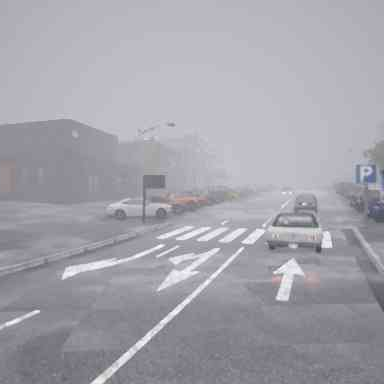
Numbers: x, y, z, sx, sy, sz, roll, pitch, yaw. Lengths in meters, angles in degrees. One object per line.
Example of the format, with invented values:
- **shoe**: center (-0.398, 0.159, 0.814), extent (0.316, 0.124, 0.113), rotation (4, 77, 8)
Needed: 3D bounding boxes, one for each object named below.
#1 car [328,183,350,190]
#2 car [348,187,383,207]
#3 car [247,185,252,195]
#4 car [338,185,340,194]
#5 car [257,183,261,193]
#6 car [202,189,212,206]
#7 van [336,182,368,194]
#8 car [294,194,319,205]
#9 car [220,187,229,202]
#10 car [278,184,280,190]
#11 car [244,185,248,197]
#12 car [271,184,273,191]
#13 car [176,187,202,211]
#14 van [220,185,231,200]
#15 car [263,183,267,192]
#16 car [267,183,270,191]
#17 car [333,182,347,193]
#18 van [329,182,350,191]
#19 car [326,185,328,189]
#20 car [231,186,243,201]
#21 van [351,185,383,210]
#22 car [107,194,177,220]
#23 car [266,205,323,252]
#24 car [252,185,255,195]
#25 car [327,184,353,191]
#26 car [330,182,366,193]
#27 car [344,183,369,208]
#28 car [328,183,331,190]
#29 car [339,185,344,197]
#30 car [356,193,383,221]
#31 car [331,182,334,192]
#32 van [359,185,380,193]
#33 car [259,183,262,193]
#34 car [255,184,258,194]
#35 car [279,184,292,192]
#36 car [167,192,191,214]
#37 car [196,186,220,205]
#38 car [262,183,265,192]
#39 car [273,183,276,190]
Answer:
- **car**: center (37.124, -1.304, 84.037), extent (4.553, 1.767, 2.185), rotation (0, 1, 1)
- **car**: center (17.203, 0.453, 30.685), extent (4.553, 1.767, 2.185), rotation (0, 2, 1)
- **car**: center (6.192, 0.021, 51.427), extent (5.008, 1.535, 2.097), rotation (-2, 1, 0)
- **car**: center (21.606, 0.167, 41.892), extent (4.792, 1.488, 2.163), rotation (0, 2, 1)
- **car**: center (9.201, -0.298, 59.696), extent (5.008, 1.535, 2.097), rotation (-2, 2, 0)
- **car**: center (-0.757, 0.798, 32.049), extent (4.792, 1.488, 2.163), rotation (-2, 2, 0)
- **van**: center (26.910, -0.637, 55.963), extent (4.442, 1.987, 1.878), rotation (0, 2, 0)
- **car**: center (9.411, 0.868, 27.395), extent (2.033, 1.411, 5.357), rotation (0, 2, 20)
- **car**: center (1.239, 0.553, 37.610), extent (5.008, 1.535, 2.097), rotation (-2, 1, 0)
- **car**: center (21.377, -1.179, 92.718), extent (5.008, 1.535, 2.097), rotation (-1, 0, 1)
- **car**: center (5.235, 0.156, 48.664), extent (4.792, 1.488, 2.163), rotation (-2, 1, 0)
- **car**: center (15.064, -0.844, 76.223), extent (5.366, 1.575, 1.946), rotation (-1, 1, 0)
- **car**: center (-1.686, 0.748, 29.265), extent (4.553, 1.767, 2.185), rotation (-2, 2, 0)
- **van**: center (2.109, 0.225, 40.369), extent (4.442, 1.987, 1.878), rotation (-2, 2, 0)
- **car**: center (12.239, -0.722, 67.953), extent (4.553, 1.767, 2.185), rotation (-2, 2, 0)
- **car**: center (13.229, -0.686, 70.715), extent (5.008, 1.535, 2.097), rotation (-1, 2, 0)
- **car**: center (22.675, -0.224, 44.698), extent (5.566, 2.045, 2.435), rotation (0, 2, 1)
- **van**: center (35.991, -1.357, 81.223), extent (4.442, 1.987, 1.878), rotation (0, 1, 1)
- **car**: center (31.760, -0.877, 70.011), extent (5.366, 1.575, 1.946), rotation (0, 2, 0)
- **car**: center (3.408, 0.332, 43.141), extent (5.366, 1.575, 1.946), rotation (-2, 1, 0)
- **van**: center (16.021, 0.463, 27.884), extent (4.442, 1.987, 1.878), rotation (0, 2, 2)
- **car**: center (-3.679, 1.128, 23.714), extent (4.674, 1.452, 2.002), rotation (-2, 1, -1)
- **car**: center (4.195, 1.465, 13.330), extent (1.895, 1.301, 4.718), rotation (0, 2, 20)
- **car**: center (7.200, -0.084, 54.182), extent (4.892, 1.521, 2.231), rotation (-2, 2, 0)
- **car**: center (34.878, -1.078, 78.423), extent (5.366, 1.575, 1.946), rotation (0, 2, 0)
- **car**: center (28.874, -0.866, 61.585), extent (5.566, 2.045, 2.435), rotation (0, 2, 0)
- **car**: center (15.012, 0.548, 25.091), extent (5.566, 2.045, 2.435), rotation (0, 2, 2)
- **car**: center (27.633, -0.518, 58.782), extent (5.366, 1.575, 1.946), rotation (0, 2, 0)
- **car**: center (20.510, 0.249, 39.078), extent (4.892, 1.521, 2.231), rotation (0, 2, 1)
- **car**: center (12.844, 1.018, 19.529), extent (5.008, 1.535, 2.097), rotation (0, 2, 2)
- **car**: center (24.771, -0.444, 50.336), extent (5.566, 2.045, 2.435), rotation (0, 2, 0)
- **van**: center (14.061, 0.683, 22.307), extent (4.442, 1.987, 1.878), rotation (0, 2, 2)
- **car**: center (10.226, -0.528, 62.447), extent (4.553, 1.767, 2.185), rotation (-2, 2, 0)
- **car**: center (8.202, -0.190, 56.936), extent (4.892, 1.521, 2.231), rotation (-2, 2, 0)
- **car**: center (21.076, -0.729, 73.476), extent (1.895, 1.301, 4.718), rotation (0, 1, 20)
- **car**: center (-2.667, 1.010, 26.496), extent (4.792, 1.488, 2.163), rotation (-2, 1, 0)
- **car**: center (0.285, 0.534, 34.821), extent (4.553, 1.767, 2.185), rotation (-2, 2, 0)
- **car**: center (11.203, -0.462, 65.217), extent (4.674, 1.452, 2.002), rotation (-2, 1, 0)
- **car**: center (16.229, -1.164, 78.962), extent (5.566, 2.045, 2.435), rotation (-1, 1, 0)
